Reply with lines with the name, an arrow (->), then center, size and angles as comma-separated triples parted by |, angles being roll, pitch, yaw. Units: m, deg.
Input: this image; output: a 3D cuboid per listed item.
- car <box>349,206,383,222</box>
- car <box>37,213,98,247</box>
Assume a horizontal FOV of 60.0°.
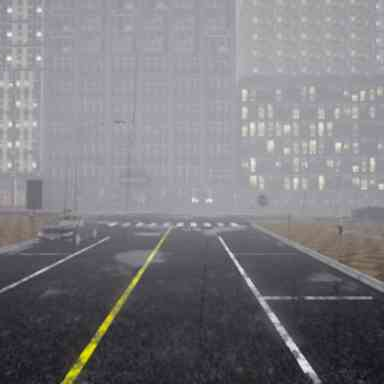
car -> 17.561, 2.089, 31.632 | 4.892, 1.490, 1.837 | 1, -1, 1
car -> -5.818, 1.742, 15.991 | 2.008, 1.369, 4.403 | 1, -1, 0
